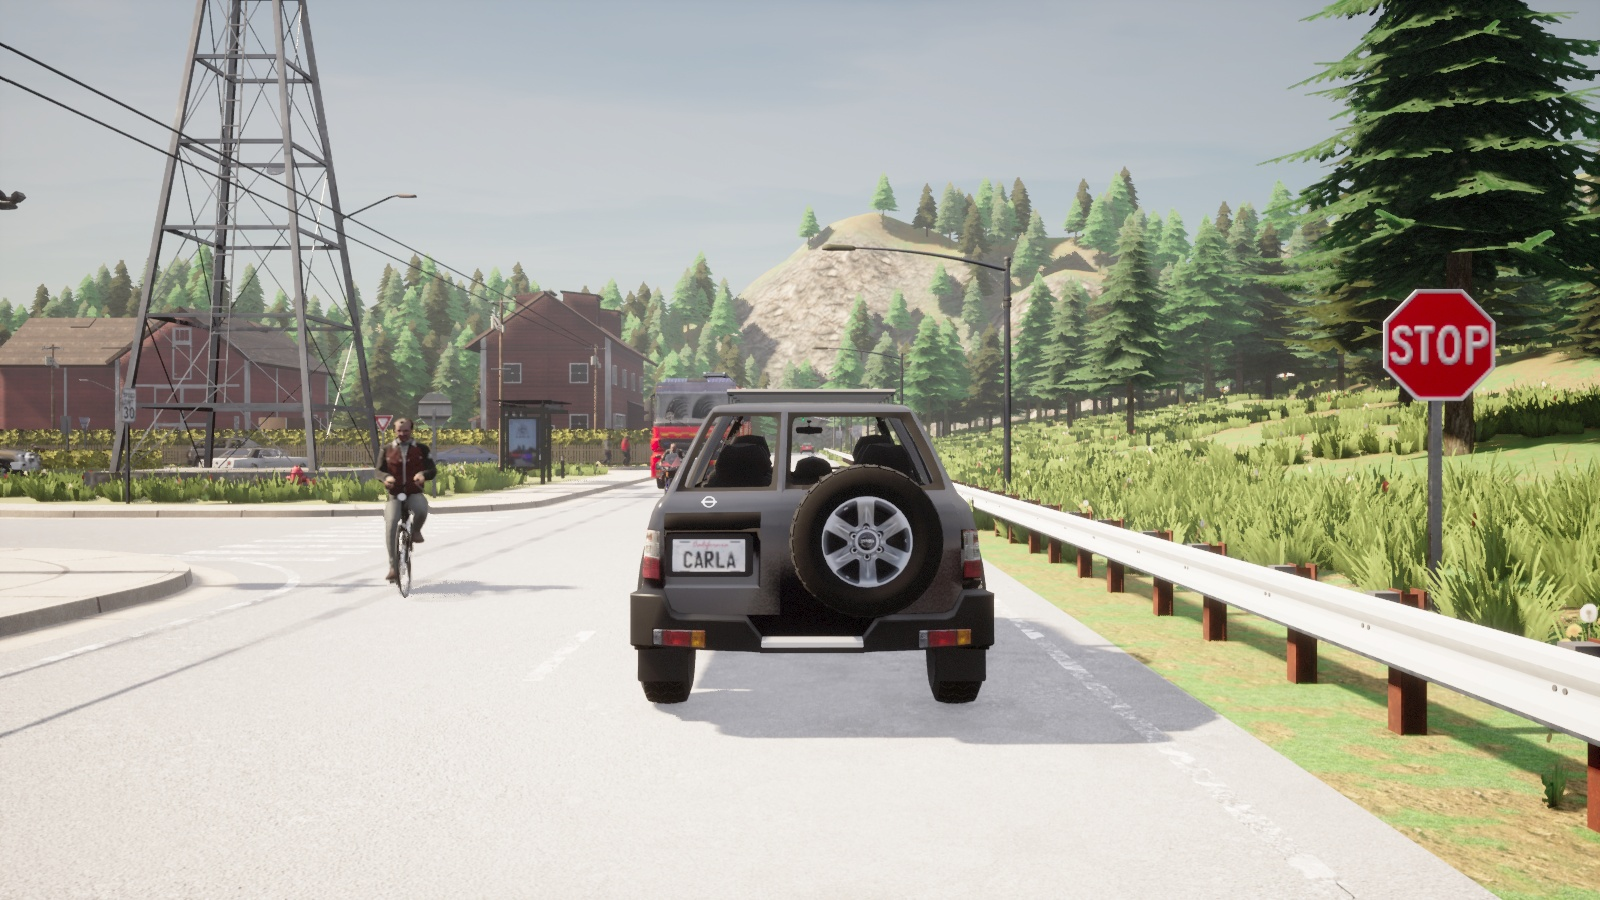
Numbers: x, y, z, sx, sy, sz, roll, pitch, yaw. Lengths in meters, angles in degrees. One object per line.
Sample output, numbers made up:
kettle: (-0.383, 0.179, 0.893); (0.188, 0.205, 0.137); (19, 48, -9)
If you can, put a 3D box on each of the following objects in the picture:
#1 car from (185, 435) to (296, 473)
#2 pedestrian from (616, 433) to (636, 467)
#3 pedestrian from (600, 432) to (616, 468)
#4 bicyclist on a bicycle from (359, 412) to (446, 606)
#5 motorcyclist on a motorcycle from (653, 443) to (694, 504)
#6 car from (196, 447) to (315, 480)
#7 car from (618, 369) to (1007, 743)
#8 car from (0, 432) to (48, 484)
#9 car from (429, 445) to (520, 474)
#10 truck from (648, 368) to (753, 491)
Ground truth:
car: (-27.448, 0.193, 61.740); (4.605, 1.855, 1.932); (0, 0, 0)
pedestrian: (-9.549, 0.005, 68.958); (0.899, 1.844, 0.634); (0, 0, 11)
pedestrian: (-10.472, 0.006, 68.616); (0.788, 1.949, 0.423); (0, 0, 6)
bicyclist on a bicycle: (-3.932, 0.543, 12.536); (0.659, 1.776, 1.843); (-1, 0, -14)
motorcyclist on a motorcycle: (-3.301, 0.593, 32.944); (0.866, 1.530, 2.191); (0, 0, 0)
car: (-22.659, 0.532, 52.508); (1.895, 1.301, 4.718); (0, 0, 18)
car: (0.065, 0.515, 8.547); (1.932, 1.855, 4.605); (0, 0, 0)
car: (-29.929, 0.285, 45.117); (4.605, 1.855, 1.932); (0, 0, -13)
car: (-15.933, 0.449, 61.662); (4.181, 1.385, 1.994); (0, 0, -10)
truck: (-3.243, -0.664, 43.188); (2.891, 3.827, 8.468); (0, 0, 0)
